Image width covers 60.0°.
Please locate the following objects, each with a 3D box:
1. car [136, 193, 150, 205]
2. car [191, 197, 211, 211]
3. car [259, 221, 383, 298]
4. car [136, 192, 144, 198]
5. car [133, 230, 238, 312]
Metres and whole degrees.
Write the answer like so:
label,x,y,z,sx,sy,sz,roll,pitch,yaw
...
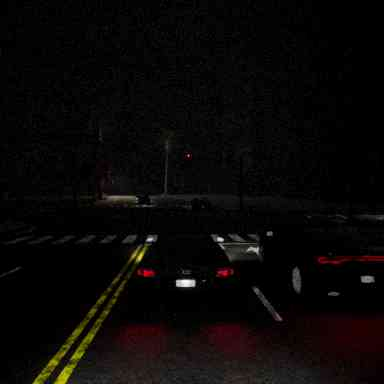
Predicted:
label,x,y,z,sx,sy,sz,roll,pitch,yaw
car,-7.224,1.249,50.393,2.033,1.411,5.357,0,1,-8
car,0.986,1.344,38.651,2.128,1.511,4.902,0,1,-6
car,3.117,1.476,8.583,1.882,1.535,5.008,0,-1,-3
car,-12.954,0.783,82.469,1.837,1.490,4.892,0,1,-12
car,-0.158,1.563,7.812,1.994,1.385,4.181,0,0,-1
